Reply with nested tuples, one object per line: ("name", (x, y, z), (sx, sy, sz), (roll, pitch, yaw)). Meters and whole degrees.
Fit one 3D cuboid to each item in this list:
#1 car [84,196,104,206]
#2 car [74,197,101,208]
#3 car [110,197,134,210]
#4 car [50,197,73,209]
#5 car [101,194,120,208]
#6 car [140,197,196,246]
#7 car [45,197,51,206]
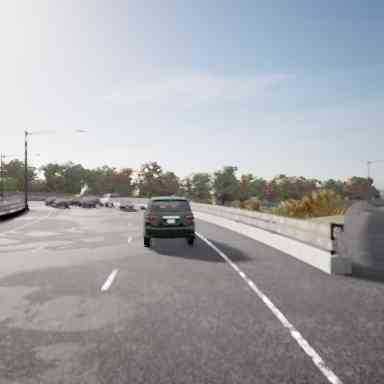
("car", (-17.838, 1.600, 60.492), (2.128, 1.511, 4.902), (0, 0, -35))
("car", (-15.654, 1.586, 49.629), (2.128, 1.511, 4.902), (0, 0, -29))
("car", (-8.944, 1.656, 43.384), (1.895, 1.301, 4.718), (0, 0, -23))
("car", (-19.273, 1.640, 48.972), (1.812, 1.442, 4.674), (0, 0, -29))
("car", (-12.665, 1.299, 51.444), (2.150, 2.045, 5.566), (0, 0, -29))
("car", (-1.212, 1.231, 15.591), (2.150, 2.045, 5.566), (0, 0, -9))
("car", (-23.769, 1.647, 56.775), (1.837, 1.490, 4.892), (0, 0, -35))
